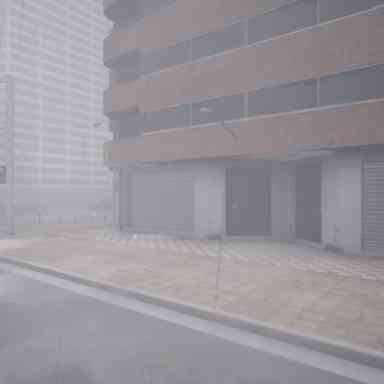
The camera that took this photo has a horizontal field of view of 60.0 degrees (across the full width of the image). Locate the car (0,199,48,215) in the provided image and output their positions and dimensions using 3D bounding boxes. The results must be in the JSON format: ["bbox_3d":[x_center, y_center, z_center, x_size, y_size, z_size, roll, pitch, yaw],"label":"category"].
[{"bbox_3d":[-16.770,1.505,32.710,1.837,1.490,4.892,0,0,37],"label":"car"}]

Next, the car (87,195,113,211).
[{"bbox_3d":[-10.518,1.505,40.963,1.837,1.490,4.892,0,0,37],"label":"car"}]
